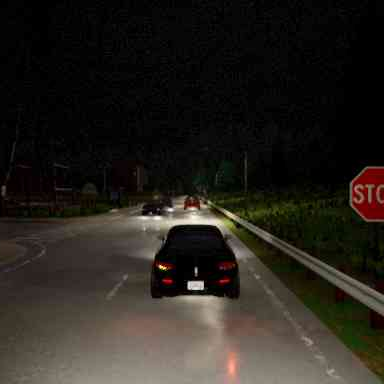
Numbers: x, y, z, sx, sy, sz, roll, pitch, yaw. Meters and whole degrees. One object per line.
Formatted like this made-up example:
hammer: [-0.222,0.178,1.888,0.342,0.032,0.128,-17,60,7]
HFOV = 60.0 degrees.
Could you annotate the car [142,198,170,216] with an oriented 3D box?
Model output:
car: [-3.670,1.524,32.755,2.033,1.411,5.357,0,0,1]

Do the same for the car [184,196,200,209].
car: [0.028,1.319,45.449,2.097,1.767,4.553,0,0,0]

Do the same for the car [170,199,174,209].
car: [-3.604,1.492,45.395,1.812,1.442,4.674,0,0,0]

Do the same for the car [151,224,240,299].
car: [0.067,1.520,8.300,1.812,1.442,4.674,0,0,0]
